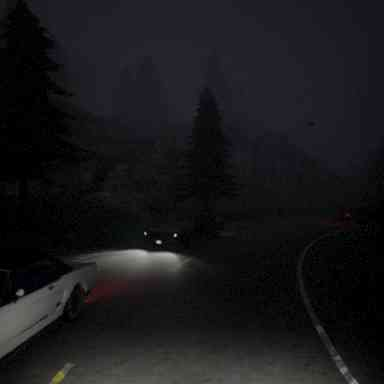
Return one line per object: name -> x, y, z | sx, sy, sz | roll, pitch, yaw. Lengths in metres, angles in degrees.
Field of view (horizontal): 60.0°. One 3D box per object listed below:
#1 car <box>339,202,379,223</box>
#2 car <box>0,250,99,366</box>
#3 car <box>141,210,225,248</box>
car -> 13.378, 1.481, 25.559 | 5.008, 1.535, 1.882 | 0, 0, -33
car -> -3.053, 1.599, 4.559 | 1.895, 1.301, 4.718 | 0, 0, 7
car -> -0.145, 1.546, 15.218 | 2.033, 1.411, 5.357 | 0, 0, 26
